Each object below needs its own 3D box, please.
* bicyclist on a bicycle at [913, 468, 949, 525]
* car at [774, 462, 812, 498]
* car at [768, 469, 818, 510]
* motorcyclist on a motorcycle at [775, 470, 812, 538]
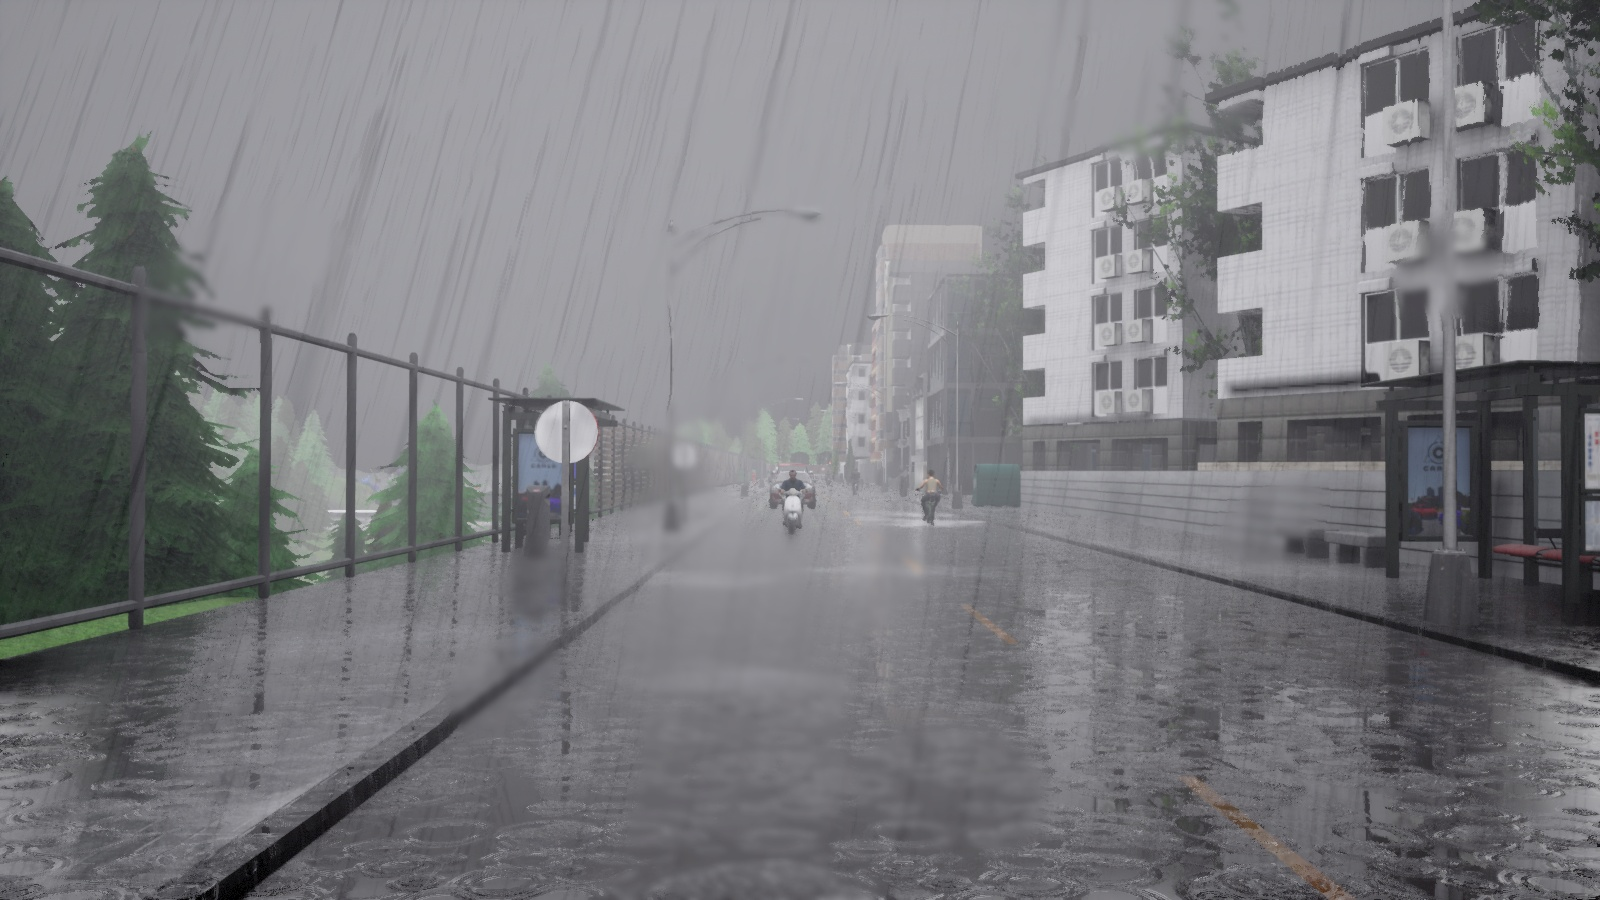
[{"bbox_3d":[3.799,1.348,36.518,0.866,1.612,1.509,0,-1,0],"label":"bicyclist on a bicycle"},{"bbox_3d":[-0.427,1.784,74.541,2.150,2.045,5.566,0,-1,0],"label":"car"},{"bbox_3d":[-0.301,1.641,53.438,2.033,1.649,4.856,0,-1,0],"label":"car"},{"bbox_3d":[-0.165,1.280,30.517,0.866,1.590,1.817,0,-1,0],"label":"motorcyclist on a motorcycle"}]
